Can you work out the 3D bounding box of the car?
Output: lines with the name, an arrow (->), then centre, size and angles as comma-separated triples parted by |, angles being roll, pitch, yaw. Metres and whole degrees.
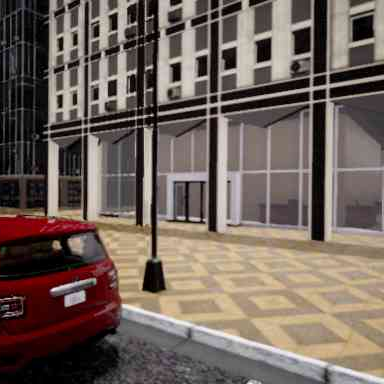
car -> -3.284, 1.299, 5.223 | 5.009, 1.841, 2.192 | 0, 1, 36
